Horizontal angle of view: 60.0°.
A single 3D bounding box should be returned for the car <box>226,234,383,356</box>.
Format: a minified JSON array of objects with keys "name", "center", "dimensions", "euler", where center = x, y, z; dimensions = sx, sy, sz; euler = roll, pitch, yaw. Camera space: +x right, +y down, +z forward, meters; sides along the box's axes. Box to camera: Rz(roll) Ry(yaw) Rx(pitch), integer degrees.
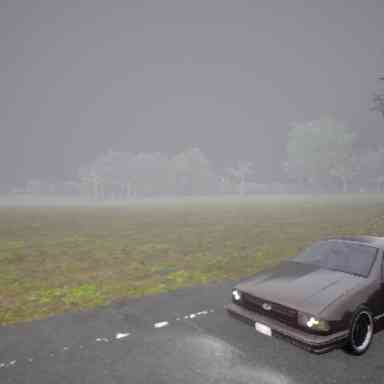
[{"name":"car","center":[3.176,1.557,6.258],"dimensions":[5.357,1.411,2.033],"euler":[0,0,-35]}]
